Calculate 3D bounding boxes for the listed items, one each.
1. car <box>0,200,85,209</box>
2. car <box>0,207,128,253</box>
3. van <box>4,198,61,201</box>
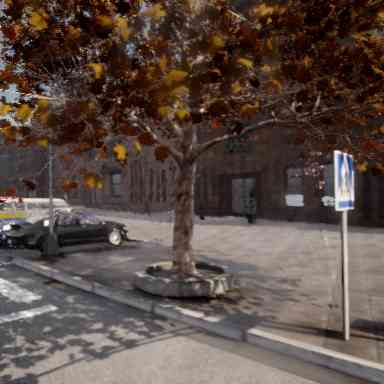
[{"bbox_3d":[-6.947,1.436,15.859,2.185,1.767,4.553,0,0,44],"label":"car"},{"bbox_3d":[-4.980,1.561,13.929,2.231,1.521,4.892,0,0,44],"label":"car"},{"bbox_3d":[-9.042,1.335,17.656,1.878,1.987,4.442,0,0,44],"label":"van"}]
